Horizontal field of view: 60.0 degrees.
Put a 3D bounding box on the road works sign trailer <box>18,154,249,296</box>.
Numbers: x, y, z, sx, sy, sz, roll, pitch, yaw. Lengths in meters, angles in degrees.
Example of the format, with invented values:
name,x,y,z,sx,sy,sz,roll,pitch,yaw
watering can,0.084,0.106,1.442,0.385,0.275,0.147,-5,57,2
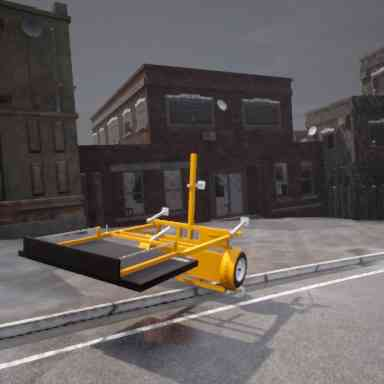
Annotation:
name,x,y,z,sx,sy,sz,roll,pitch,yaw
road works sign trailer,-0.701,0.701,5.824,2.380,2.880,3.560,5,5,31
